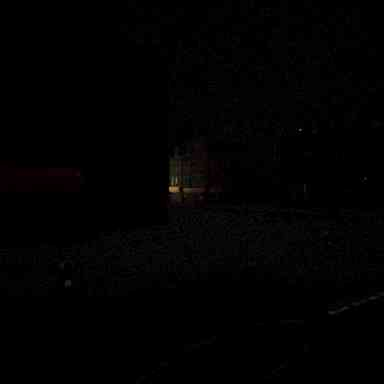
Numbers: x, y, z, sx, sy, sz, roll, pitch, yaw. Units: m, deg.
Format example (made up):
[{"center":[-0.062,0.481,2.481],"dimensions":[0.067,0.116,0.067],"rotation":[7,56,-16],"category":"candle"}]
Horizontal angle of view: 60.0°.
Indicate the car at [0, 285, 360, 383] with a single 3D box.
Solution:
[{"center":[-0.452,1.566,2.481],"dimensions":[4.313,1.339,1.947],"rotation":[0,0,-35],"category":"car"}]
